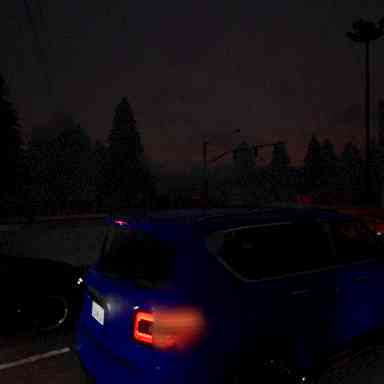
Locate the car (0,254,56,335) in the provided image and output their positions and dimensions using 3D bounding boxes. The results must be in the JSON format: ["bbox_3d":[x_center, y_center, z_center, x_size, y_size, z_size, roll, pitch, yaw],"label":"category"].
[{"bbox_3d":[-3.813,1.564,5.318,4.181,1.385,1.994,0,0,-36],"label":"car"}]

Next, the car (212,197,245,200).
[{"bbox_3d":[4.262,1.390,28.328,4.674,1.442,1.812,0,1,-36],"label":"car"}]

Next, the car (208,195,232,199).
[{"bbox_3d":[3.367,1.346,48.737,1.994,1.385,4.181,-1,1,-35],"label":"car"}]

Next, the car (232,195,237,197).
[{"bbox_3d":[6.031,1.235,51.029,1.882,1.535,5.008,-1,0,-35],"label":"car"}]

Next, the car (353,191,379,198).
[{"bbox_3d":[20.002,0.962,35.338,5.566,2.045,2.150,0,1,36],"label":"car"}]

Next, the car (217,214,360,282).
[{"bbox_3d":[3.034,1.514,10.178,4.181,1.385,1.994,-1,0,-34],"label":"car"}]

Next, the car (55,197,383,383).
[{"bbox_3d":[1.312,1.205,4.663,5.566,2.045,2.150,-1,0,-35],"label":"car"}]
